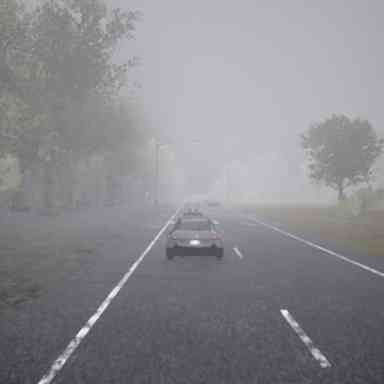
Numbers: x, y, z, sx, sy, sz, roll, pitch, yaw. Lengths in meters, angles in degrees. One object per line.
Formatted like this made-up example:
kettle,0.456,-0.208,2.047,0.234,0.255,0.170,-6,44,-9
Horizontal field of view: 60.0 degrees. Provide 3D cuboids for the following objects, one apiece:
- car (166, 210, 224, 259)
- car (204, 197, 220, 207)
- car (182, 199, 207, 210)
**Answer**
car,0.091,1.602,12.718,1.994,1.385,4.181,0,0,0
car,3.567,1.732,55.582,1.994,1.385,4.181,0,0,0
car,0.081,1.640,31.006,2.033,1.411,5.357,0,0,0
